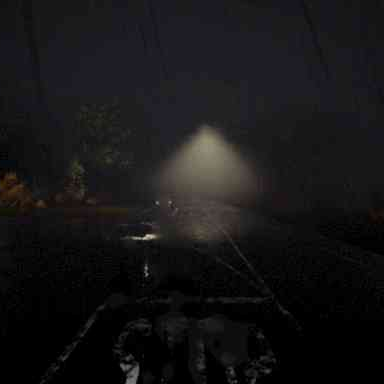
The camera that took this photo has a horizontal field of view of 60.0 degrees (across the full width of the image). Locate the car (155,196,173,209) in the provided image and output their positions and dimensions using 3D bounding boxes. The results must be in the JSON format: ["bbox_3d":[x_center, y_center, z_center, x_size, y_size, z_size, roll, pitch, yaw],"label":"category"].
[{"bbox_3d":[-3.640,1.352,44.128,2.097,1.767,4.553,0,0,0],"label":"car"}]
